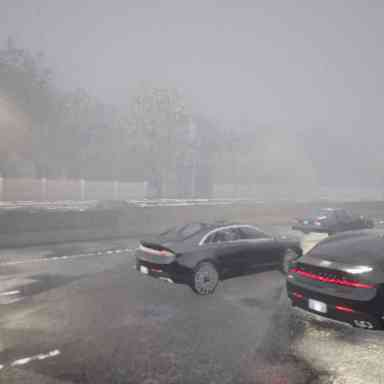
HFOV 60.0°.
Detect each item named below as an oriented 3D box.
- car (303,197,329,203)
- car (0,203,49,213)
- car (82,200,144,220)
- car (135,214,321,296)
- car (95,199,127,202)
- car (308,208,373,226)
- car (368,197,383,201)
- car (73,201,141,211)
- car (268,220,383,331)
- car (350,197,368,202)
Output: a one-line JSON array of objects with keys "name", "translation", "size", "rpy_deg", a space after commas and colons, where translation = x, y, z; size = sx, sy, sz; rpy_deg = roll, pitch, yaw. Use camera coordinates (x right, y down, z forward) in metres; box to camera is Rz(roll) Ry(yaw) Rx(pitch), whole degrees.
[{"name": "car", "translation": [19.500, 1.520, 52.304], "size": [4.902, 1.511, 2.128], "rpy_deg": [0, 0, -35]}, {"name": "car", "translation": [-14.724, 1.626, 27.888], "size": [4.718, 1.301, 1.895], "rpy_deg": [0, 0, -36]}, {"name": "car", "translation": [-6.871, 1.524, 29.200], "size": [4.892, 1.490, 1.837], "rpy_deg": [0, 0, -36]}, {"name": "car", "translation": [0.925, 1.495, 8.713], "size": [4.902, 1.511, 2.128], "rpy_deg": [0, 0, -36]}, {"name": "car", "translation": [-6.738, 1.369, 24.992], "size": [4.553, 1.767, 2.097], "rpy_deg": [0, 0, -36]}, {"name": "car", "translation": [7.641, 1.549, 17.821], "size": [5.357, 1.411, 2.033], "rpy_deg": [0, 0, -36]}, {"name": "car", "translation": [29.754, 1.527, 51.009], "size": [4.902, 1.511, 2.128], "rpy_deg": [0, 0, -35]}, {"name": "car", "translation": [-5.097, 1.562, 21.866], "size": [5.357, 1.411, 2.033], "rpy_deg": [0, 0, -36]}, {"name": "car", "translation": [3.908, 1.505, 6.543], "size": [4.892, 1.490, 1.837], "rpy_deg": [0, 0, -36]}, {"name": "car", "translation": [27.538, 1.514, 53.724], "size": [5.008, 1.535, 1.882], "rpy_deg": [0, 0, -35]}]
